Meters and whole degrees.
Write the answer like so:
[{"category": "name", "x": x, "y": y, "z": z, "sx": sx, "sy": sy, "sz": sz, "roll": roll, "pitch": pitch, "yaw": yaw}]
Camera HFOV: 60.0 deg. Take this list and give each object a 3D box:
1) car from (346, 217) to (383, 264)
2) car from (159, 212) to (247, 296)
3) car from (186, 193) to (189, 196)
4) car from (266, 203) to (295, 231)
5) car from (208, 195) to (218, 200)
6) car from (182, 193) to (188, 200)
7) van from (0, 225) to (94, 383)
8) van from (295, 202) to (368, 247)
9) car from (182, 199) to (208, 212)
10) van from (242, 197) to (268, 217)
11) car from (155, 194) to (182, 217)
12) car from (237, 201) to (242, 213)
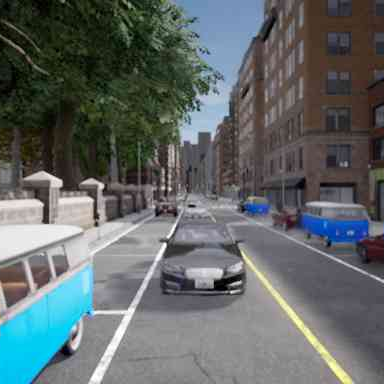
[{"category": "car", "x": 6.196, "y": 1.597, "z": 9.161, "sx": 1.802, "sy": 1.307, "sz": 4.206, "roll": 0, "pitch": 0, "yaw": 0}, {"category": "car", "x": 0.244, "y": 1.504, "z": 8.832, "sx": 2.128, "sy": 1.511, "sz": 4.902, "roll": 0, "pitch": 0, "yaw": 0}, {"category": "car", "x": -2.419, "y": 1.595, "z": 80.891, "sx": 2.008, "sy": 1.369, "sz": 4.403, "roll": 0, "pitch": 0, "yaw": 0}, {"category": "car", "x": 6.182, "y": 1.572, "z": 20.482, "sx": 1.887, "sy": 1.381, "sz": 4.507, "roll": 0, "pitch": 0, "yaw": 0}, {"category": "car", "x": 6.091, "y": 1.494, "z": 91.840, "sx": 1.967, "sy": 1.590, "sz": 4.097, "roll": 0, "pitch": 0, "yaw": 0}, {"category": "car", "x": -2.412, "y": 1.566, "z": 75.270, "sx": 1.752, "sy": 1.417, "sz": 4.829, "roll": 0, "pitch": 0, "yaw": 0}, {"category": "van", "x": -2.322, "y": 1.346, "z": 3.462, "sx": 1.690, "sy": 1.788, "sz": 3.998, "roll": 0, "pitch": 0, "yaw": 0}, {"category": "van", "x": 6.189, "y": 1.362, "z": 14.821, "sx": 1.690, "sy": 1.788, "sz": 3.998, "roll": 0, "pitch": 0, "yaw": 0}, {"category": "car", "x": 0.318, "y": 1.557, "z": 27.147, "sx": 1.812, "sy": 1.442, "sz": 4.674, "roll": 0, "pitch": 0, "yaw": 0}, {"category": "van", "x": 6.168, "y": 1.376, "z": 31.803, "sx": 1.690, "sy": 1.788, "sz": 3.998, "roll": 0, "pitch": 0, "yaw": 0}, {"category": "car", "x": -2.357, "y": 1.348, "z": 31.752, "sx": 2.192, "sy": 1.841, "sz": 5.009, "roll": 0, "pitch": 0, "yaw": 0}, {"category": "car", "x": 6.161, "y": 1.604, "z": 37.463, "sx": 1.947, "sy": 1.339, "sz": 4.313, "roll": 0, "pitch": 0, "yaw": 0}]
